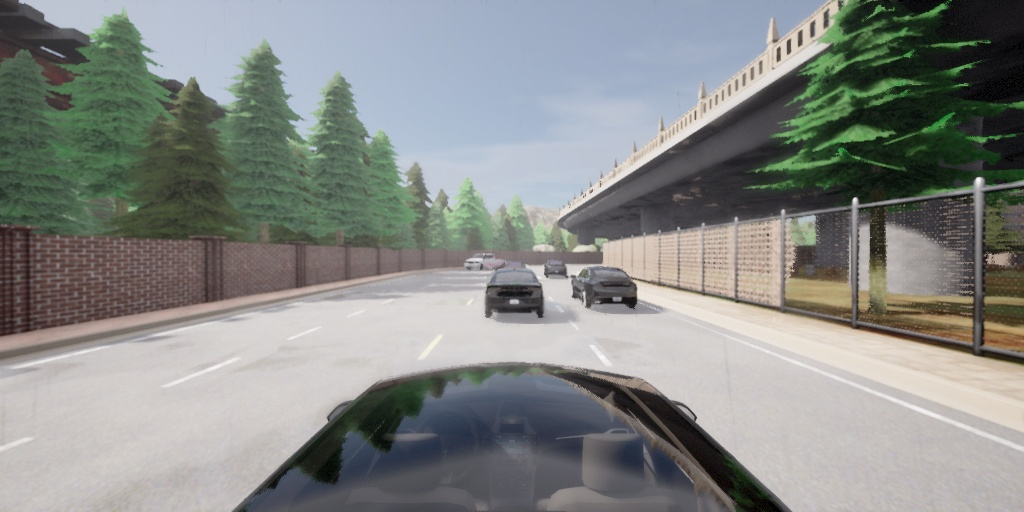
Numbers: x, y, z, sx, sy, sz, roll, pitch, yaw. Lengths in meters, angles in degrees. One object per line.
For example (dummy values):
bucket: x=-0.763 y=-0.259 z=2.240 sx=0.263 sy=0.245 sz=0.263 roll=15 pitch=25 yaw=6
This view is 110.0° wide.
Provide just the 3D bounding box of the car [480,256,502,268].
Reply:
car: x=-1.586 y=1.058 z=41.324 sx=1.812 sy=1.442 sz=4.674 roll=0 pitch=0 yaw=19

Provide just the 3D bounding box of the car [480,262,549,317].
car: x=0.084 y=1.165 z=12.972 sx=1.882 sy=1.535 sz=5.008 roll=0 pitch=1 yaw=0

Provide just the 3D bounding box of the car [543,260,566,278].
car: x=3.802 y=1.078 z=31.451 sx=2.128 sy=1.511 sz=4.902 roll=0 pitch=0 yaw=4

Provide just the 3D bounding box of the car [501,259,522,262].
car: x=0.349 y=1.147 z=32.037 sx=1.994 sy=1.385 sz=4.181 roll=0 pitch=0 yaw=4

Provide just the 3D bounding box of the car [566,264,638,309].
car: x=3.587 y=1.185 z=14.617 sx=1.837 sy=1.490 sz=4.892 roll=0 pitch=1 yaw=0

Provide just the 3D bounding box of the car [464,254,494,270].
car: x=-3.889 y=0.734 z=45.183 sx=2.150 sy=2.045 sz=5.566 roll=0 pitch=0 yaw=23
